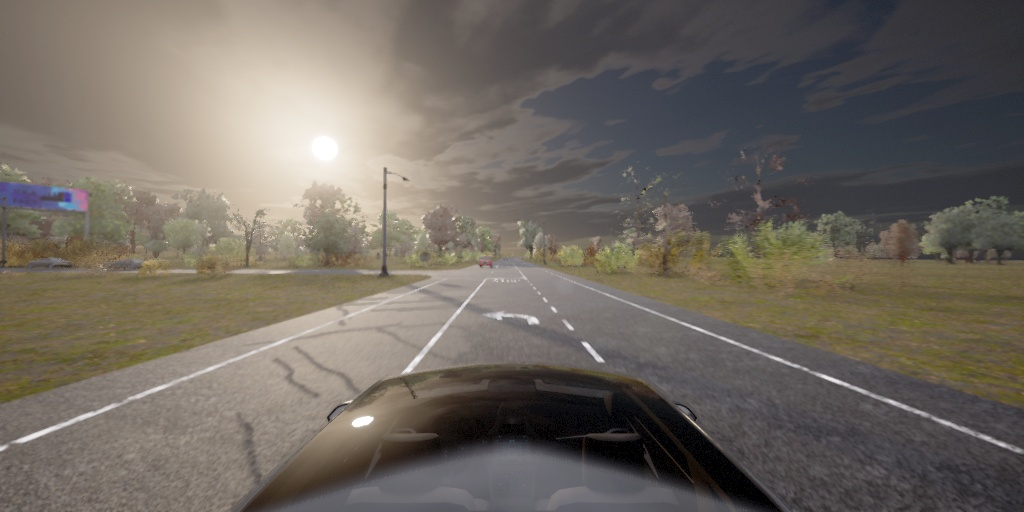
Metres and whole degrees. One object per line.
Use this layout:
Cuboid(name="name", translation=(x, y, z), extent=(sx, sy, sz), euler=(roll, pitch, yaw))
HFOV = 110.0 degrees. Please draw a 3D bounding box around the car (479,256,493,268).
Cuboid(name="car", translation=(-4.450, 0.993, 61.242), extent=(2.150, 2.045, 5.566), euler=(0, 0, -1))
